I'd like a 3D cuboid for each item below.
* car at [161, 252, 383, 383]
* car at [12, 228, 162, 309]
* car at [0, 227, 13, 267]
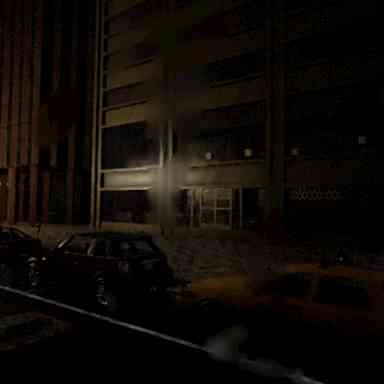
[{"bbox_3d":[1.958,1.777,5.561,4.829,1.417,1.752,-1,-3,35],"label":"car"},{"bbox_3d":[-2.571,1.743,8.696,4.097,1.590,1.967,-1,-3,35],"label":"car"},{"bbox_3d":[-7.243,1.901,11.920,4.507,1.381,1.887,-1,-3,35],"label":"car"}]
